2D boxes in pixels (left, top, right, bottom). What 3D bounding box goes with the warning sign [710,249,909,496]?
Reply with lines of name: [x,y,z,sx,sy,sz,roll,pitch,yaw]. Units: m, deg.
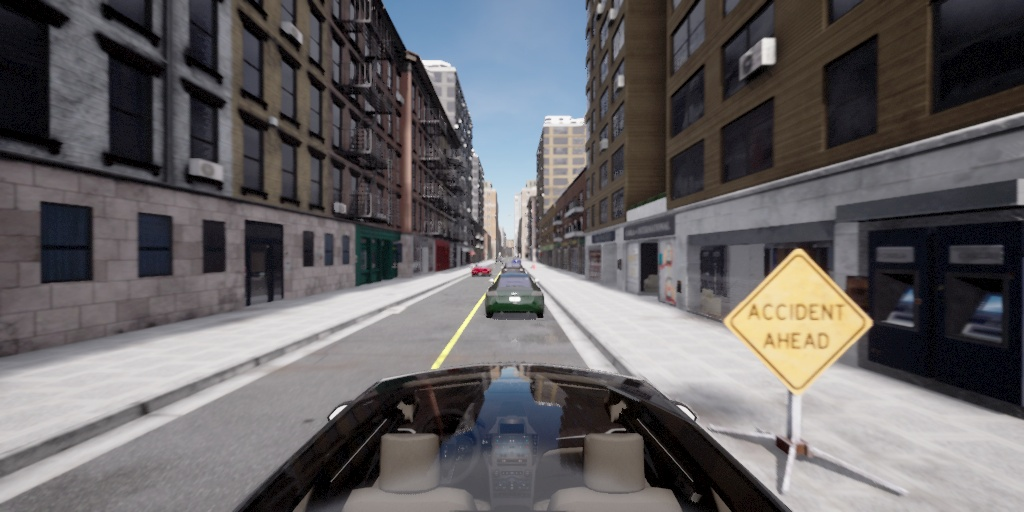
warning sign: [2.518,0.864,3.214,1.300,1.860,1.060,0,0,0]

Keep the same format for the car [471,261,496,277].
car: [-2.845,1.323,34.542,1.895,1.301,4.718,0,0,0]

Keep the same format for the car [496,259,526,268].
car: [0.096,1.220,28.873,2.128,1.511,4.902,0,0,0]

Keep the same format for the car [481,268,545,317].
car: [0.093,1.306,13.138,1.994,1.385,4.181,0,0,0]
